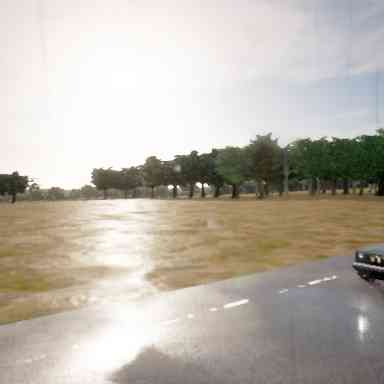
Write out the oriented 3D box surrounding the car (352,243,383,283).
[{"bbox_3d":[6.109,1.603,8.524,4.718,1.301,1.895,0,0,-37],"label":"car"}]
